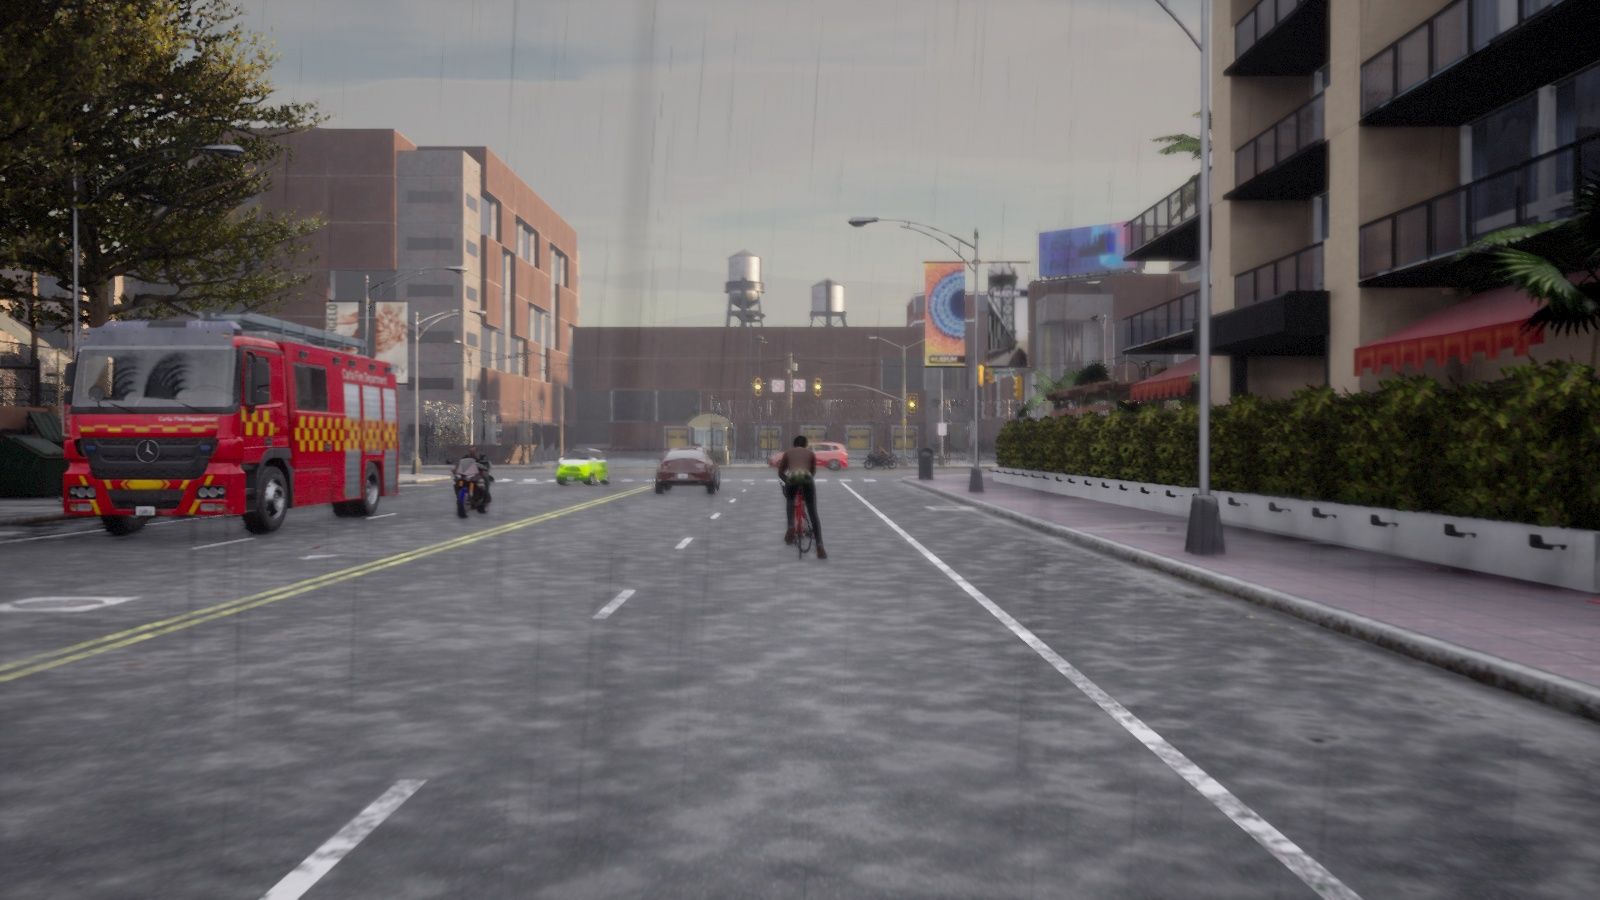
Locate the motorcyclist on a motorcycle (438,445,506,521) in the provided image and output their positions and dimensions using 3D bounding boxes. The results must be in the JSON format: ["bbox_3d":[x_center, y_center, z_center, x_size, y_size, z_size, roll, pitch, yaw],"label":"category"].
[{"bbox_3d":[-6.919,0.669,26.593,0.866,1.530,2.191,0,0,0],"label":"motorcyclist on a motorcycle"}]

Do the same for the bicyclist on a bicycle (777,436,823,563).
[{"bbox_3d":[-0.006,0.632,16.792,0.582,1.620,1.656,0,0,0],"label":"bicyclist on a bicycle"}]

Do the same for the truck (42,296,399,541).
[{"bbox_3d":[-10.414,-0.515,23.878,2.891,3.827,8.468,0,0,0],"label":"truck"}]

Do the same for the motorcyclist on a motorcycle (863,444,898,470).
[{"bbox_3d":[4.775,0.430,74.675,2.044,1.523,0.797,0,0,0],"label":"motorcyclist on a motorcycle"}]

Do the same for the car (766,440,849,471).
[{"bbox_3d":[0.394,0.305,71.136,4.611,1.667,2.242,0,0,-1],"label":"car"}]

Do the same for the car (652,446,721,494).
[{"bbox_3d":[-3.558,0.607,40.119,1.812,1.442,4.674,0,0,-1],"label":"car"}]

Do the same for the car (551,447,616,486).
[{"bbox_3d":[-7.997,0.606,46.439,1.481,1.376,2.207,0,0,19],"label":"car"}]
